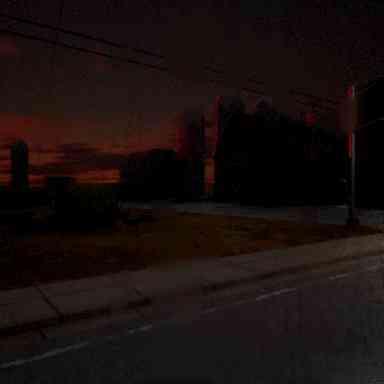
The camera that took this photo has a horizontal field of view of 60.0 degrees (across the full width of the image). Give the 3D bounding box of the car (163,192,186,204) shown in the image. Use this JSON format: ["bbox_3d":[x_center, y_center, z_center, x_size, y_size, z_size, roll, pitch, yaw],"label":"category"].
[{"bbox_3d":[-3.064,1.060,58.285,3.866,1.878,1.905,-2,5,11],"label":"car"}]
